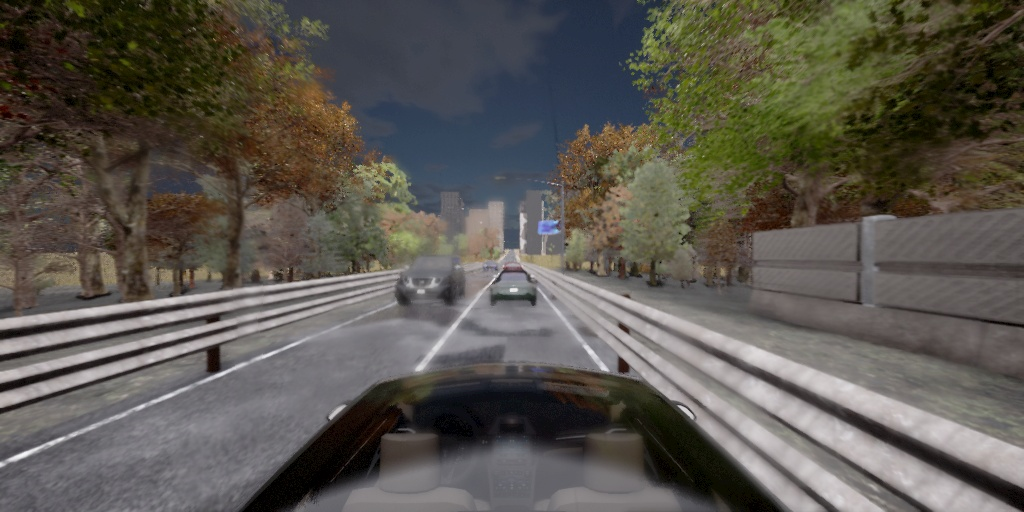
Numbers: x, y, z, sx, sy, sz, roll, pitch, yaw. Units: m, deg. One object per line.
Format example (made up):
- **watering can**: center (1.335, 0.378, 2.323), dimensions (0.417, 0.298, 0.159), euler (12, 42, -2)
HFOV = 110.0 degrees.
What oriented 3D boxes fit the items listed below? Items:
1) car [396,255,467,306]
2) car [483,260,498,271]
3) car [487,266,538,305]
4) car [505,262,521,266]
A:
- **car**: center (-3.347, 0.957, 15.969), dimensions (2.150, 2.045, 5.566), euler (0, 0, 0)
- **car**: center (-3.311, 1.410, 55.610), dimensions (2.097, 1.767, 4.553), euler (0, -1, 0)
- **car**: center (0.078, 1.300, 15.910), dimensions (1.994, 1.385, 4.181), euler (0, 0, 0)
- **car**: center (0.092, 1.316, 34.200), dimensions (1.882, 1.535, 5.008), euler (0, -1, 0)
